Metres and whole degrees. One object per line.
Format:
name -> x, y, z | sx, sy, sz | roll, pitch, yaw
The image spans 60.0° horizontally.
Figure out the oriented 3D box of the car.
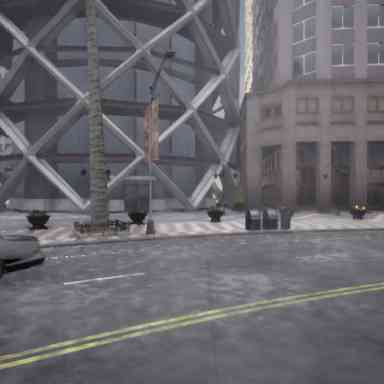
car -> -6.450, 1.547, 7.914 | 5.357, 1.411, 2.033 | 0, 0, -36
